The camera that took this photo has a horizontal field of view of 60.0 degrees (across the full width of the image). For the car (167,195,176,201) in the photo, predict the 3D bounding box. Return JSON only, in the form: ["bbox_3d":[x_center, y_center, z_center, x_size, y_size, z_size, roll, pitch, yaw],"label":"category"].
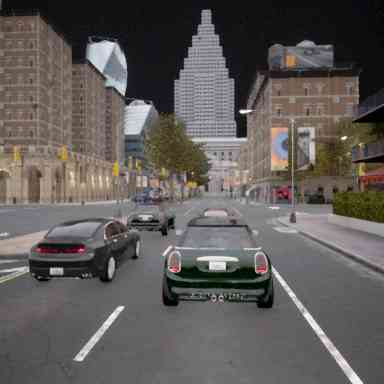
[{"bbox_3d":[-5.384,1.551,88.241,1.994,1.385,4.181,0,0,4],"label":"car"}]

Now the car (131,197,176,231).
[{"bbox_3d":[-2.173,1.352,18.708,2.097,1.767,4.553,0,0,4],"label":"car"}]

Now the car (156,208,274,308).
[{"bbox_3d":[0.606,1.352,8.124,2.097,1.767,4.553,0,0,4],"label":"car"}]

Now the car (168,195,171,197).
[{"bbox_3d":[-6.087,1.594,78.294,1.895,1.301,4.718,0,0,4],"label":"car"}]

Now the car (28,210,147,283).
[{"bbox_3d":[-2.812,1.504,9.733,1.837,1.490,4.892,0,0,4],"label":"car"}]

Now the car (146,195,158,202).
[{"bbox_3d":[-9.515,1.538,79.432,2.033,1.411,5.357,0,0,4],"label":"car"}]

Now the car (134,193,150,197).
[{"bbox_3d":[-10.251,1.224,69.000,2.150,2.045,5.566,0,0,4],"label":"car"}]

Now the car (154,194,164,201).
[{"bbox_3d":[-8.806,1.353,89.471,2.097,1.767,4.553,0,0,4],"label":"car"}]

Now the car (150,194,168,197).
[{"bbox_3d":[-6.795,1.476,68.290,1.882,1.535,5.008,0,0,4],"label":"car"}]

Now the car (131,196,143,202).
[{"bbox_3d":[-12.865,1.593,78.121,1.895,1.301,4.718,0,0,4],"label":"car"}]

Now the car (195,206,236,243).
[{"bbox_3d":[1.242,1.525,17.147,1.812,1.442,4.674,0,0,5],"label":"car"}]
